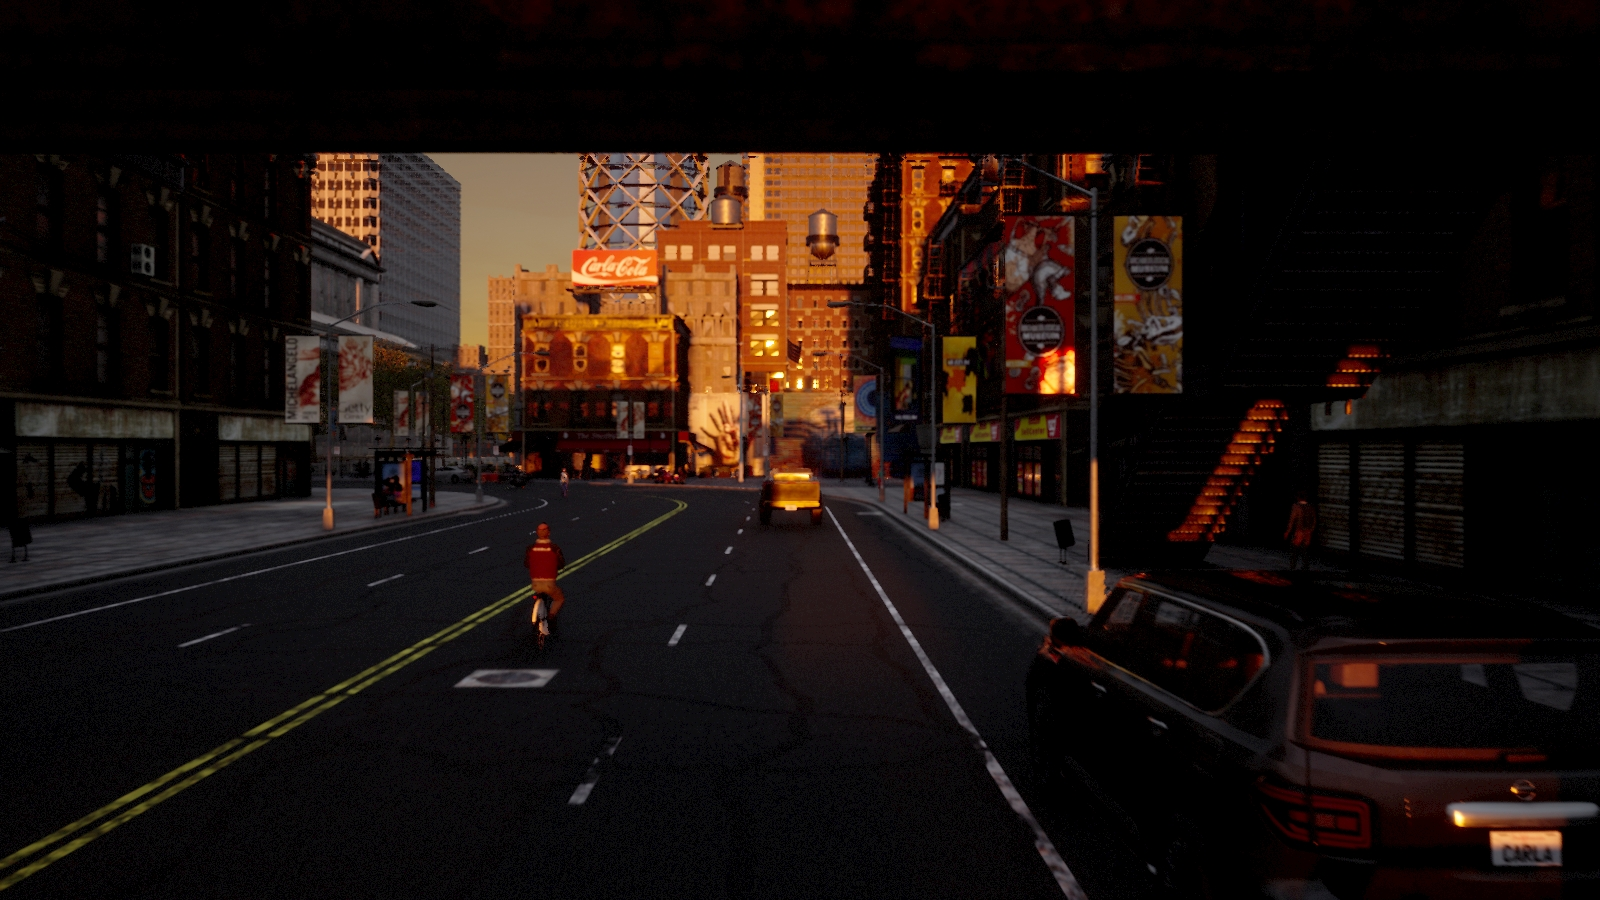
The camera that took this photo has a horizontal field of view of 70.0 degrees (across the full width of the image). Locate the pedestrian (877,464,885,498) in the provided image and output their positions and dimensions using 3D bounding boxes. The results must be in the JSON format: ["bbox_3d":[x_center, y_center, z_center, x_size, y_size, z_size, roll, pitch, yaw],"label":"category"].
[{"bbox_3d":[4.421,1.696,62.347,0.375,1.860,0.375,0,0,-12],"label":"pedestrian"}]

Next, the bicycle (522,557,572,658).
[{"bbox_3d":[-3.594,2.210,16.326,0.329,1.171,1.835,0,0,-1],"label":"bicycle"}]

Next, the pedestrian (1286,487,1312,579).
[{"bbox_3d":[10.213,1.696,23.398,0.375,1.860,0.375,0,0,0],"label":"pedestrian"}]

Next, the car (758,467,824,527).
[{"bbox_3d":[-0.357,1.753,44.896,2.390,2.098,6.274,0,0,-1],"label":"car"}]

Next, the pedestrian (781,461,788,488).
[{"bbox_3d":[-1.061,1.696,78.279,0.375,1.860,0.375,0,0,-8],"label":"pedestrian"}]
